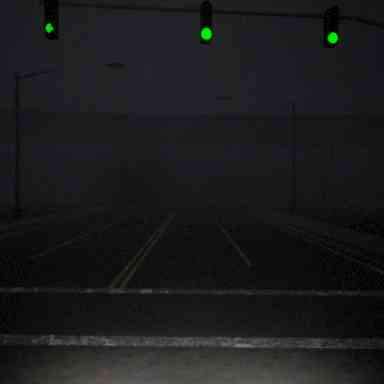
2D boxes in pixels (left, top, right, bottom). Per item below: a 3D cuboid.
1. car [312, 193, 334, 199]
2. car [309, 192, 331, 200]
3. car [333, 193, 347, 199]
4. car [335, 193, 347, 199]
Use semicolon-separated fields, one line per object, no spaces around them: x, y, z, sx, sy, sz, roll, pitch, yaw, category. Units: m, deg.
29.343;0.788;74.521;1.853;1.218;4.536;0;1;-29;car
29.368;0.946;74.477;2.038;1.542;4.974;0;1;-29;car
32.405;0.972;72.309;2.038;1.542;4.974;0;1;31;car
32.432;0.814;72.352;1.853;1.218;4.536;0;1;31;car
